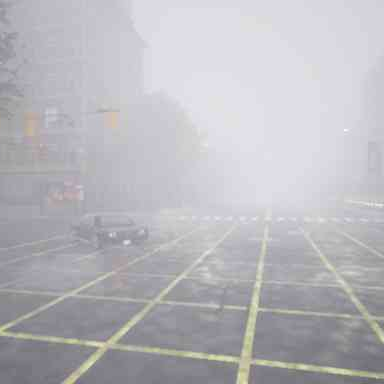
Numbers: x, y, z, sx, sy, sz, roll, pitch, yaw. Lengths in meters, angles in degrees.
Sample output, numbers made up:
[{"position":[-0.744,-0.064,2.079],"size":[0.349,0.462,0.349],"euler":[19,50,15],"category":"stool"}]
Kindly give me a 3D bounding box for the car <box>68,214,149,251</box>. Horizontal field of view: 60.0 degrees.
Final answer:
[{"position":[-3.809,1.617,14.403],"size":[1.895,1.301,4.718],"euler":[0,0,-37],"category":"car"}]

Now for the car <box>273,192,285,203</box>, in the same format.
[{"position":[17.567,1.063,67.257],"size":[2.150,2.045,5.566],"euler":[0,0,14],"category":"car"}]

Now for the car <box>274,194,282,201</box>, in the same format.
[{"position":[19.916,1.319,77.090],"size":[1.837,1.490,4.892],"euler":[0,0,13],"category":"car"}]
